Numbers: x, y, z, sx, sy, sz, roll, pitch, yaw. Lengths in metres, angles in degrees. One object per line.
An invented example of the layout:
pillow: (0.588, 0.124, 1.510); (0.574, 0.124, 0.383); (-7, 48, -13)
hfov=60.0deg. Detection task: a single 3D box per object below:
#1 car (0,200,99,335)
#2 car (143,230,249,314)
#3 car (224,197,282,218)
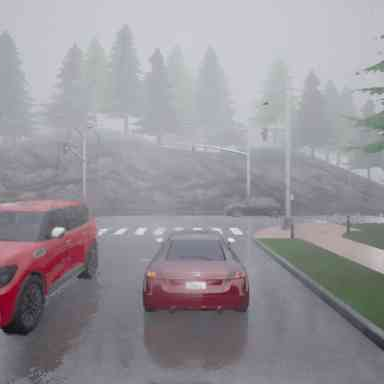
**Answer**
car: (-3.615, 1.221, 7.052); (2.150, 2.045, 5.566); (0, 0, 0)
car: (0.084, 1.564, 7.685); (1.994, 1.385, 4.181); (0, 0, 0)
car: (4.895, 1.190, 27.241); (4.553, 1.767, 2.097); (0, 0, 0)
